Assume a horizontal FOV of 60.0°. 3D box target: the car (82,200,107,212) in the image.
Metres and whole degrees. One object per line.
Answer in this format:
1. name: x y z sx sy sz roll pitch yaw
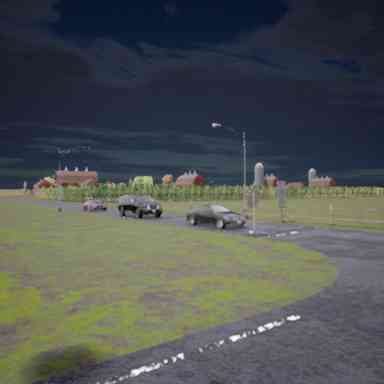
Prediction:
1. car: -11.803 1.618 40.121 1.994 1.385 4.181 -1 0 -35

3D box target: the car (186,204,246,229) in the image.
1. car: 1.447 1.545 21.901 1.812 1.442 4.674 -1 0 -37

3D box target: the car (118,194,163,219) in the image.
1. car: -4.840 1.256 30.349 2.150 2.045 5.566 -1 0 -36
